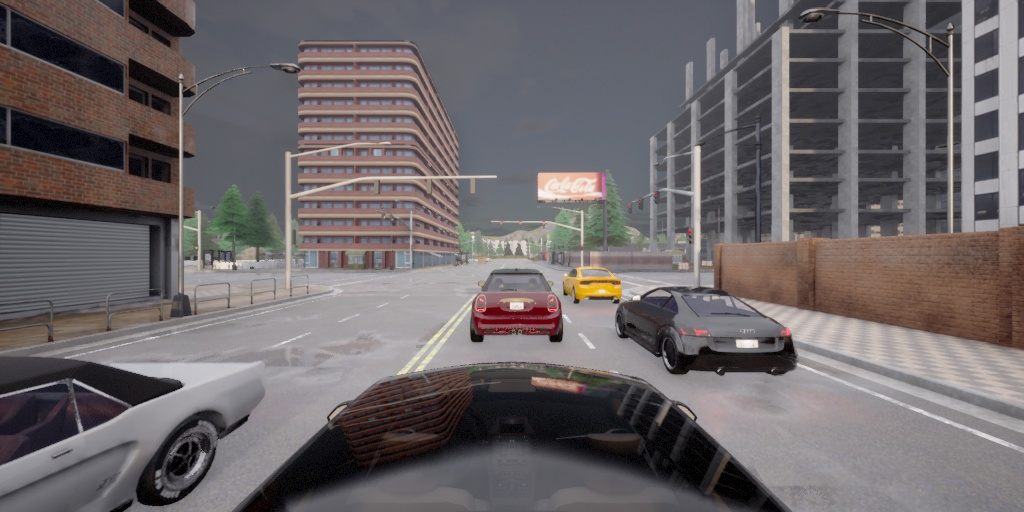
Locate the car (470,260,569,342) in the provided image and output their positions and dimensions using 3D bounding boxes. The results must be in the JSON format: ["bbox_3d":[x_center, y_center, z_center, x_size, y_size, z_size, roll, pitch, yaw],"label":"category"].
[{"bbox_3d":[0.104,1.102,9.904,2.097,1.767,4.553,0,0,0],"label":"car"}]

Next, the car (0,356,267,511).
[{"bbox_3d":[-3.590,1.350,1.630,1.895,1.301,4.718,0,0,0],"label":"car"}]

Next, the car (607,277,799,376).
[{"bbox_3d":[3.601,1.314,7.498,1.994,1.385,4.181,0,0,0],"label":"car"}]

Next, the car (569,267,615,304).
[{"bbox_3d":[3.505,1.227,16.431,1.882,1.535,5.008,0,0,0],"label":"car"}]
